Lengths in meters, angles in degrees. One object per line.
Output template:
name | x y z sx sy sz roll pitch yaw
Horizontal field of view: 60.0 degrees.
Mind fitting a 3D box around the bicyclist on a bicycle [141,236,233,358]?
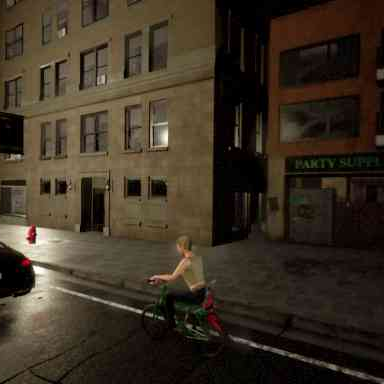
bicyclist on a bicycle | -0.177 1.436 4.781 1.509 1.612 0.866 0 0 35

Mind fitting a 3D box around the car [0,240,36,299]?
car | -5.340 1.562 7.396 4.181 1.385 1.994 0 0 36
